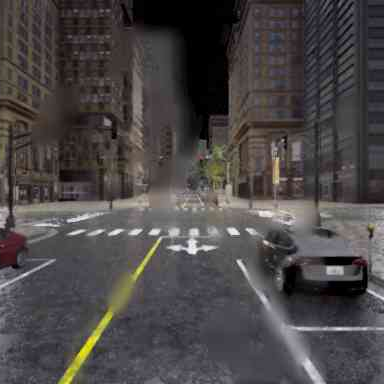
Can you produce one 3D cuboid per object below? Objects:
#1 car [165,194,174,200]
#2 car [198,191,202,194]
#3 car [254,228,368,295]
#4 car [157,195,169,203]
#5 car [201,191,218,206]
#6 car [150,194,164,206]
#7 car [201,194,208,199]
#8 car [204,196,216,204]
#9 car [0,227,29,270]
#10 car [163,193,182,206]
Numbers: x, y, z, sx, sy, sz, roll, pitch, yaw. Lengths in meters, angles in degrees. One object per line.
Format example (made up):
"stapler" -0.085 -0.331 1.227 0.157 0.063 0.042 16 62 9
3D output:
"car" -5.318 1.245 79.587 1.802 1.307 4.206 1 0 0
"car" 3.244 1.060 85.076 1.967 1.590 4.097 1 0 0
"car" 2.767 1.551 8.513 1.947 1.339 4.313 0 0 0
"car" -5.426 1.315 62.965 1.887 1.381 4.507 0 0 0
"car" 3.029 1.141 51.831 2.192 1.841 5.009 0 0 0
"car" -5.498 1.371 51.885 1.887 1.381 4.507 0 0 0
"car" 3.279 1.155 90.618 1.802 1.307 4.206 1 1 0
"car" 3.063 1.344 57.372 1.887 1.381 4.507 0 0 0
"car" -5.759 1.567 8.518 1.802 1.307 4.206 0 0 0
"car" -2.752 1.372 50.087 2.128 1.511 4.902 0 1 0
